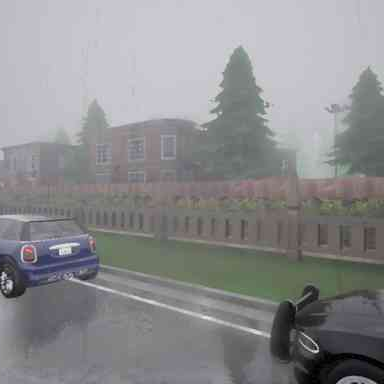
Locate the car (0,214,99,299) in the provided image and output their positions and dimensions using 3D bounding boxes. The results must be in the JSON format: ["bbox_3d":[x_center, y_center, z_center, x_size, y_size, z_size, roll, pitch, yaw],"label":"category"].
[{"bbox_3d":[-4.519,1.351,8.770,4.553,1.767,2.097,0,0,38],"label":"car"}]

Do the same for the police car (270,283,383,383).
[{"bbox_3d":[3.259,1.425,2.711,5.238,1.638,1.930,0,0,38],"label":"police car"}]
